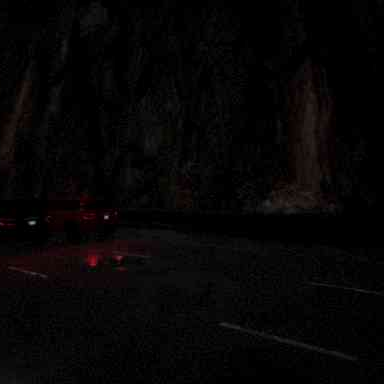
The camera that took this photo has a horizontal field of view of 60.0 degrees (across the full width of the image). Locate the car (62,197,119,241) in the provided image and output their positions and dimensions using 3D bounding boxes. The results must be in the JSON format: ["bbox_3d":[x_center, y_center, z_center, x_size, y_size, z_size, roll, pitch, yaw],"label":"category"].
[{"bbox_3d":[-6.123,1.255,16.912,5.566,2.045,2.150,0,0,36],"label":"car"}]

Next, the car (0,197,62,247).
[{"bbox_3d":[-8.177,1.255,14.079,5.566,2.045,2.150,0,0,36],"label":"car"}]
